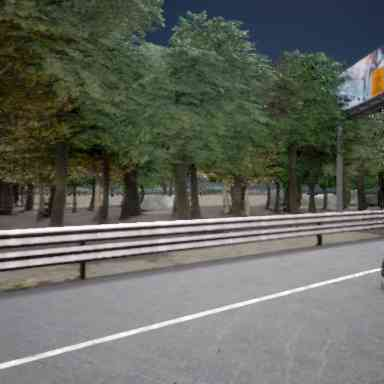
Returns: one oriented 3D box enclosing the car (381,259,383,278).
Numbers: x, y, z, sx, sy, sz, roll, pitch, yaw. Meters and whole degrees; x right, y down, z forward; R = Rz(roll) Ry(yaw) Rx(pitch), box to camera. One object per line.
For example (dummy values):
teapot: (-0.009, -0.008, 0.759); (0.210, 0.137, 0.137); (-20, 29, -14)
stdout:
car: (6.603, 1.596, 8.274); (4.181, 1.385, 1.994); (0, 0, -34)
